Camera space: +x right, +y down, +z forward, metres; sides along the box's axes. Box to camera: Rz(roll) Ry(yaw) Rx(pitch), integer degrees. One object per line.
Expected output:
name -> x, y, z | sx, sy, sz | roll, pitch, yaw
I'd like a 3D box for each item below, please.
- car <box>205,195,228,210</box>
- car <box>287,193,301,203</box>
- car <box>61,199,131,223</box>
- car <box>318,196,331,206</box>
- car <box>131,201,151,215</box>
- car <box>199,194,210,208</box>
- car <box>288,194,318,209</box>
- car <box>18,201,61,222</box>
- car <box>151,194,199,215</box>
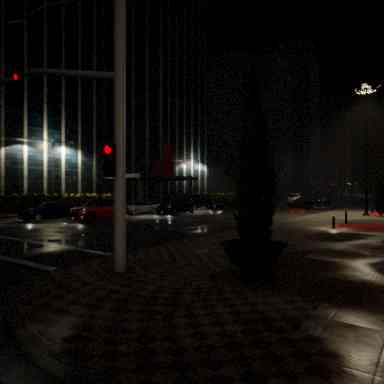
car -> 4.180, 1.494, 42.441 | 2.128, 1.511, 4.902 | 0, 0, 35
car -> 17.620, 1.223, 55.280 | 2.150, 2.045, 5.566 | 0, 0, 35
car -> -7.354, 1.354, 25.926 | 2.097, 1.767, 4.553 | 0, 0, 35
car -> 21.295, 1.353, 54.430 | 2.097, 1.767, 4.553 | 0, 0, 35
car -> -5.524, 1.603, 34.673 | 1.895, 1.301, 4.718 | 0, 0, 35
car -> 0.611, 1.224, 43.444 | 2.150, 2.045, 5.566 | 0, 0, 35
car -> 15.333, 1.479, 45.878 | 1.882, 1.535, 5.008 | 0, 0, 35
car -> -11.189, 1.480, 26.549 | 1.882, 1.535, 5.008 | 0, 0, 35
car -> -1.662, 1.354, 34.086 | 2.097, 1.767, 4.553 | 0, 0, 35
